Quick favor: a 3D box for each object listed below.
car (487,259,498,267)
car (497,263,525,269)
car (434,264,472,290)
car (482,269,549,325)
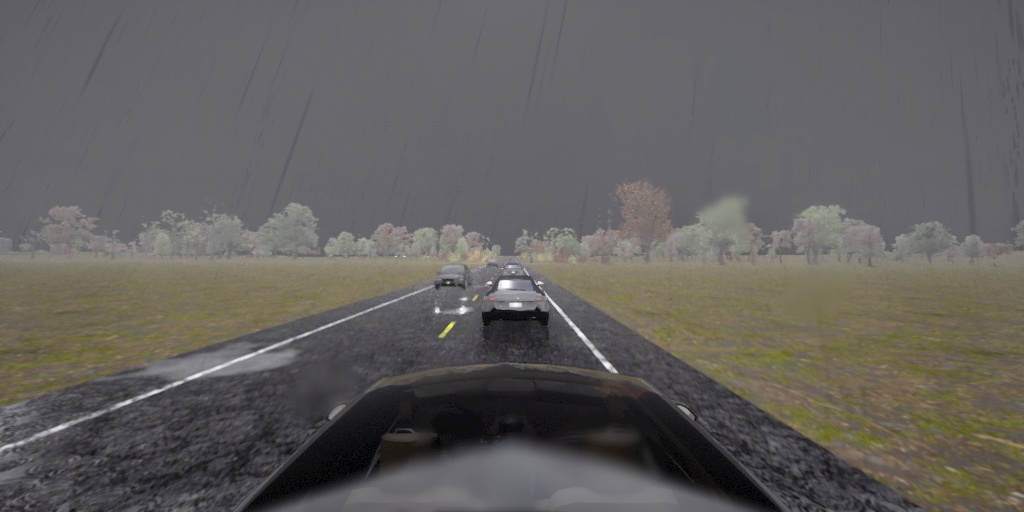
[{"bbox_3d":[-3.524,1.226,65.233,1.882,1.535,5.008,0,0,1],"label":"car"},{"bbox_3d":[0.099,1.297,29.764,2.033,1.411,5.357,0,0,0],"label":"car"},{"bbox_3d":[-3.600,1.255,22.656,1.837,1.490,4.892,0,0,0],"label":"car"},{"bbox_3d":[0.099,1.314,11.854,1.994,1.385,4.181,0,0,0],"label":"car"}]
